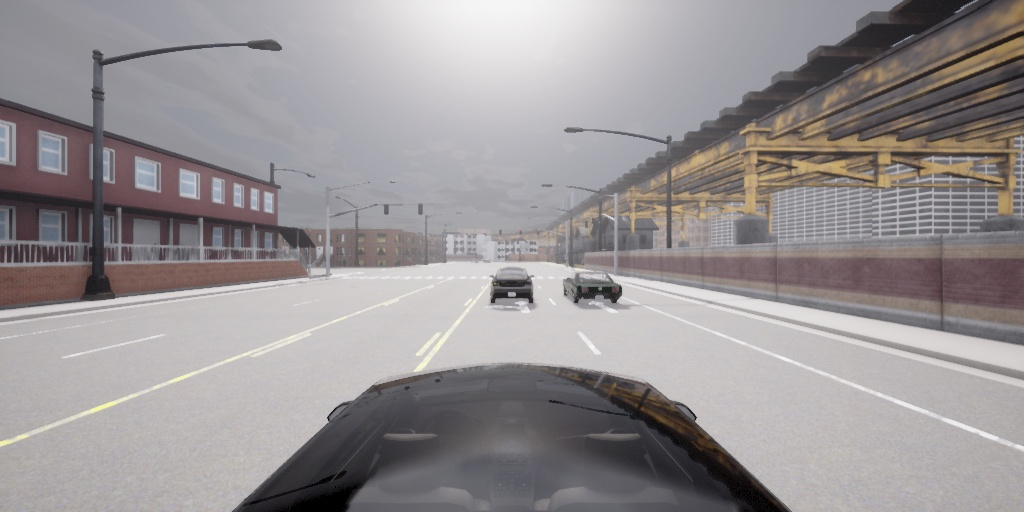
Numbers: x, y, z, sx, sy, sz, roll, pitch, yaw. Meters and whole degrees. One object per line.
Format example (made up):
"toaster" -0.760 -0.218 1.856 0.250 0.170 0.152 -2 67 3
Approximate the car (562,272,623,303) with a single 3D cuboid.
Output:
"car" 3.500 1.365 16.530 1.895 1.301 4.718 0 0 0

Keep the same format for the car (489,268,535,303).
"car" 0.000 1.265 16.500 1.837 1.490 4.892 0 0 0
